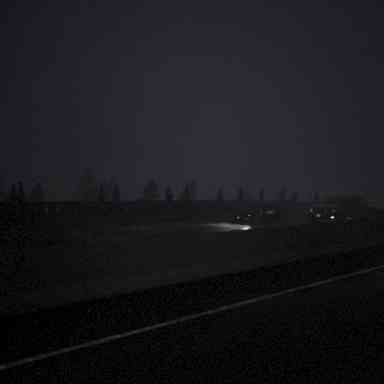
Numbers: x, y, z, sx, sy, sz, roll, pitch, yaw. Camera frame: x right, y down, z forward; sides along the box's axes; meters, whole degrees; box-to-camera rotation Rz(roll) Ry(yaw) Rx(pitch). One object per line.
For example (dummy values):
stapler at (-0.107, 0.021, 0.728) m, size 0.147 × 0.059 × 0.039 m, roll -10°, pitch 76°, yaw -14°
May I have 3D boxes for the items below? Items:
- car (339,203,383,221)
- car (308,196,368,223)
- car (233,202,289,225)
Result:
car at (11.465, 1.635, 20.798) m, size 4.181 × 1.385 × 1.994 m, roll 0°, pitch 0°, yaw -35°
car at (11.083, 1.307, 24.821) m, size 5.566 × 2.045 × 2.150 m, roll 1°, pitch 0°, yaw -35°
car at (5.250, 1.571, 24.965) m, size 4.892 × 1.490 × 1.837 m, roll 0°, pitch 0°, yaw -35°
